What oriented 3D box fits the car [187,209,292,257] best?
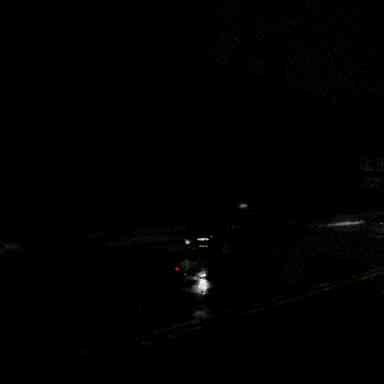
[{"bbox_3d":[1.821,1.472,12.929,4.892,1.490,1.837,-1,0,-35],"label":"car"}]

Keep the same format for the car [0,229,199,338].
[{"bbox_3d":[-2.681,1.546,5.759,5.357,1.411,2.033,0,0,-36],"label":"car"}]
